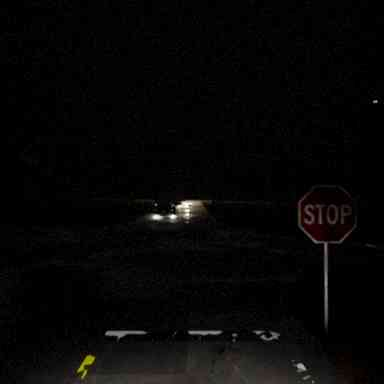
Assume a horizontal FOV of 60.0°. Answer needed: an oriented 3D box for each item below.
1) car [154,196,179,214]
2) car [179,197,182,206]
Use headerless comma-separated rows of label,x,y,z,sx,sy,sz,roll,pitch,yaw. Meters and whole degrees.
car,-2.721,1.285,34.350,2.097,1.767,4.553,0,0,0
car,-2.702,1.498,55.195,1.837,1.490,4.892,0,0,0
